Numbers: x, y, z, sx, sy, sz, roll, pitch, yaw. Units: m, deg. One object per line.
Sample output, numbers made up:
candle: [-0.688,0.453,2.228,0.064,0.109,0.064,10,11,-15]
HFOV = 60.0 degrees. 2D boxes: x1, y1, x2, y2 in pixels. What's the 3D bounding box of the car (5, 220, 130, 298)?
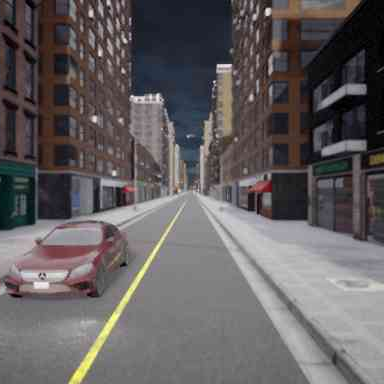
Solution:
car: [-2.825,1.496,8.598,1.812,1.442,4.674,0,0,0]
